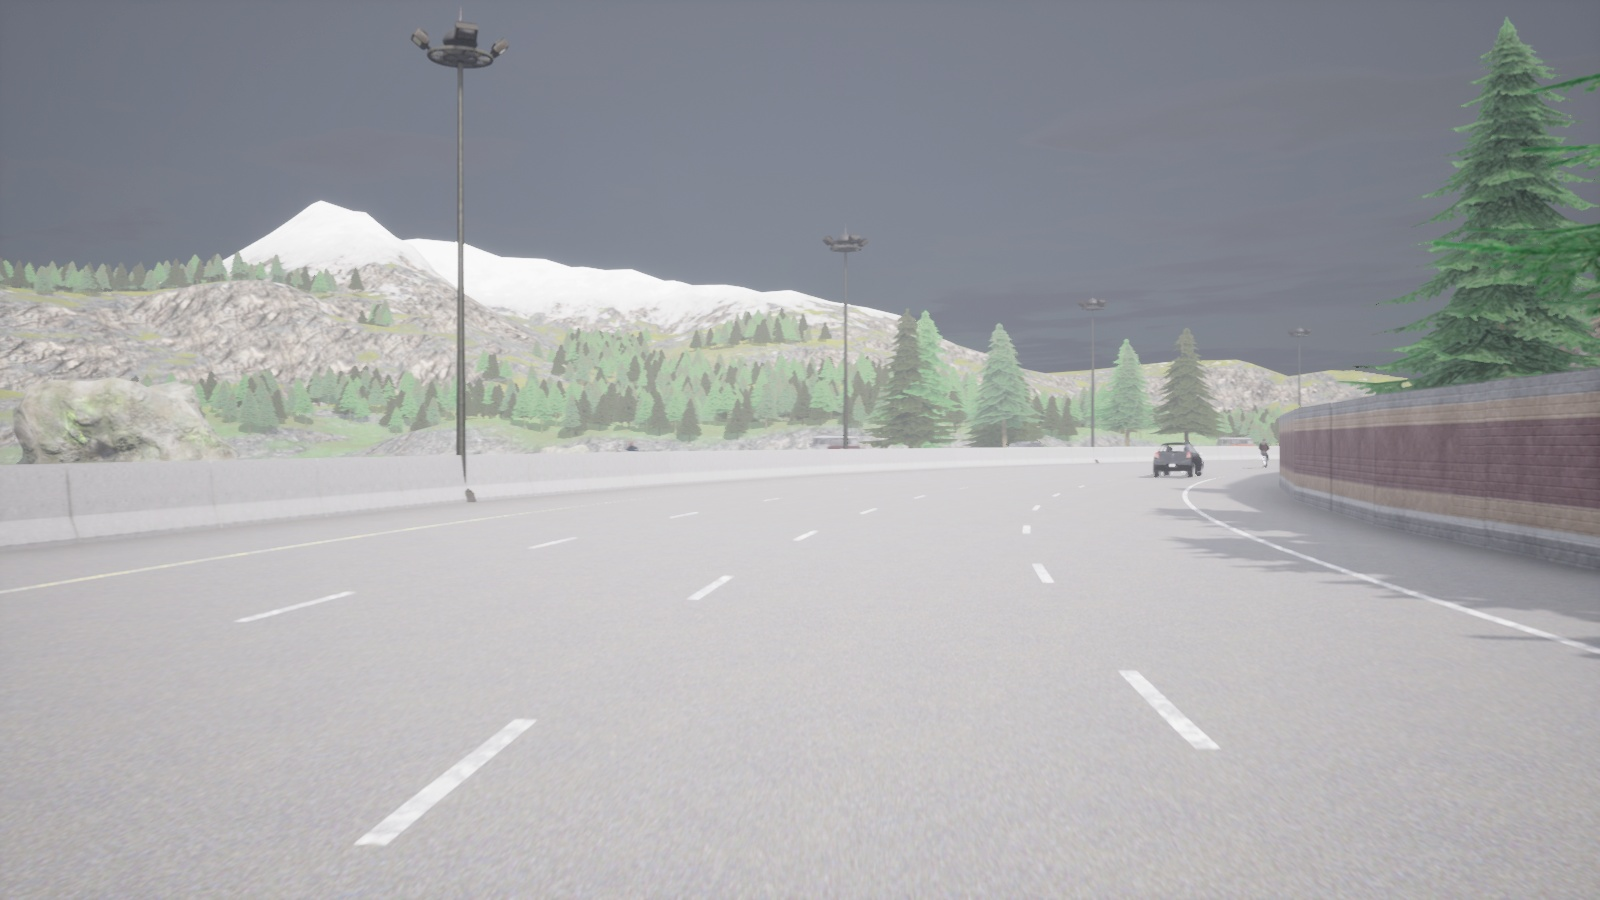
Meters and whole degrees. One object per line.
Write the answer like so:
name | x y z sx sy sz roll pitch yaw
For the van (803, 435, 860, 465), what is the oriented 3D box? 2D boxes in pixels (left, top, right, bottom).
van | 2.168 0.017 85.927 1.775 1.987 4.442 0 0 34

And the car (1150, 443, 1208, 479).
car | 16.594 0.469 54.900 1.845 1.501 3.633 0 0 26
